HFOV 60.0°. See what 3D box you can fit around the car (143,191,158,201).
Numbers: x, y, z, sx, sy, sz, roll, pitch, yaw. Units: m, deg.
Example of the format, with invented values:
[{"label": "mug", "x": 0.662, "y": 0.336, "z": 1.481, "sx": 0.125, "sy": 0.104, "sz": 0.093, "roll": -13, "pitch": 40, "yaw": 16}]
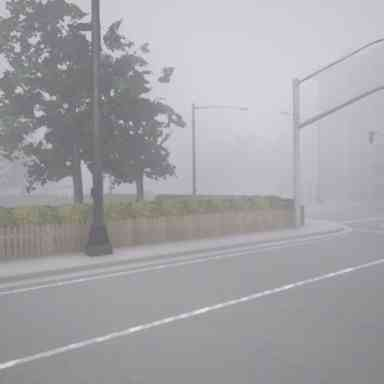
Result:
[{"label": "car", "x": -7.170, "y": 0.874, "z": 55.387, "sx": 2.150, "sy": 2.045, "sz": 5.566, "roll": -1, "pitch": 1, "yaw": -35}]
